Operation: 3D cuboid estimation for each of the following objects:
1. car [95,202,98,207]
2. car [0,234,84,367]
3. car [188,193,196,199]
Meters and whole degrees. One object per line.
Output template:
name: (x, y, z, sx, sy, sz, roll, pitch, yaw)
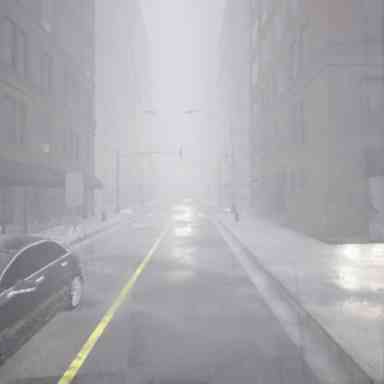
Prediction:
car: (-14.567, 1.620, 43.830, 4.206, 1.307, 1.802, -1, 1, 0)
car: (-3.098, 1.490, 4.931, 1.837, 1.490, 4.892, 0, 0, 0)
car: (0.020, 1.186, 85.568, 2.033, 1.411, 5.357, 0, 0, 0)
